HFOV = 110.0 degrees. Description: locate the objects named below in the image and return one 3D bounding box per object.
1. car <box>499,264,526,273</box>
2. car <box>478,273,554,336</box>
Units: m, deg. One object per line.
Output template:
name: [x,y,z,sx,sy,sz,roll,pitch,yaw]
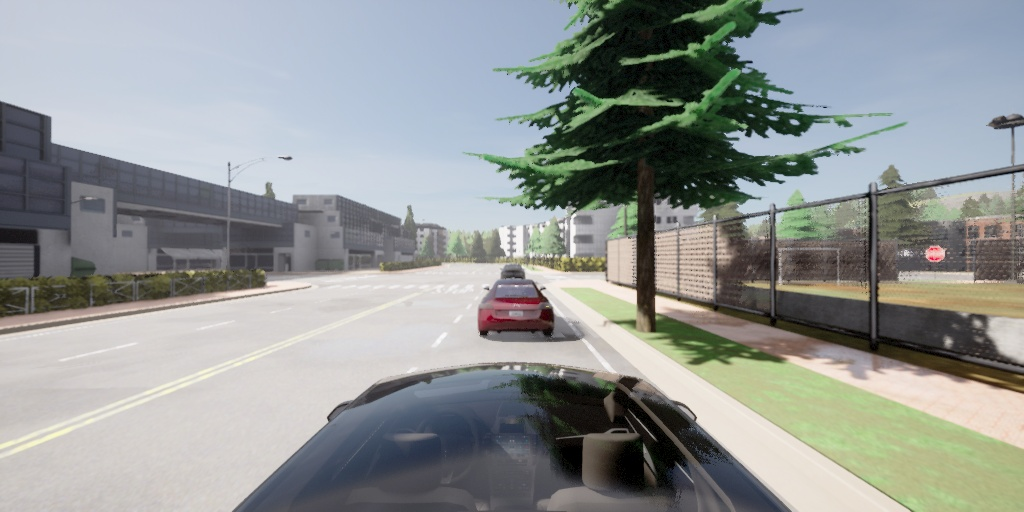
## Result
car: [0.072,1.408,29.209,1.837,1.490,4.892,0,0,0]
car: [0.088,1.364,10.656,1.994,1.385,4.181,0,0,0]
